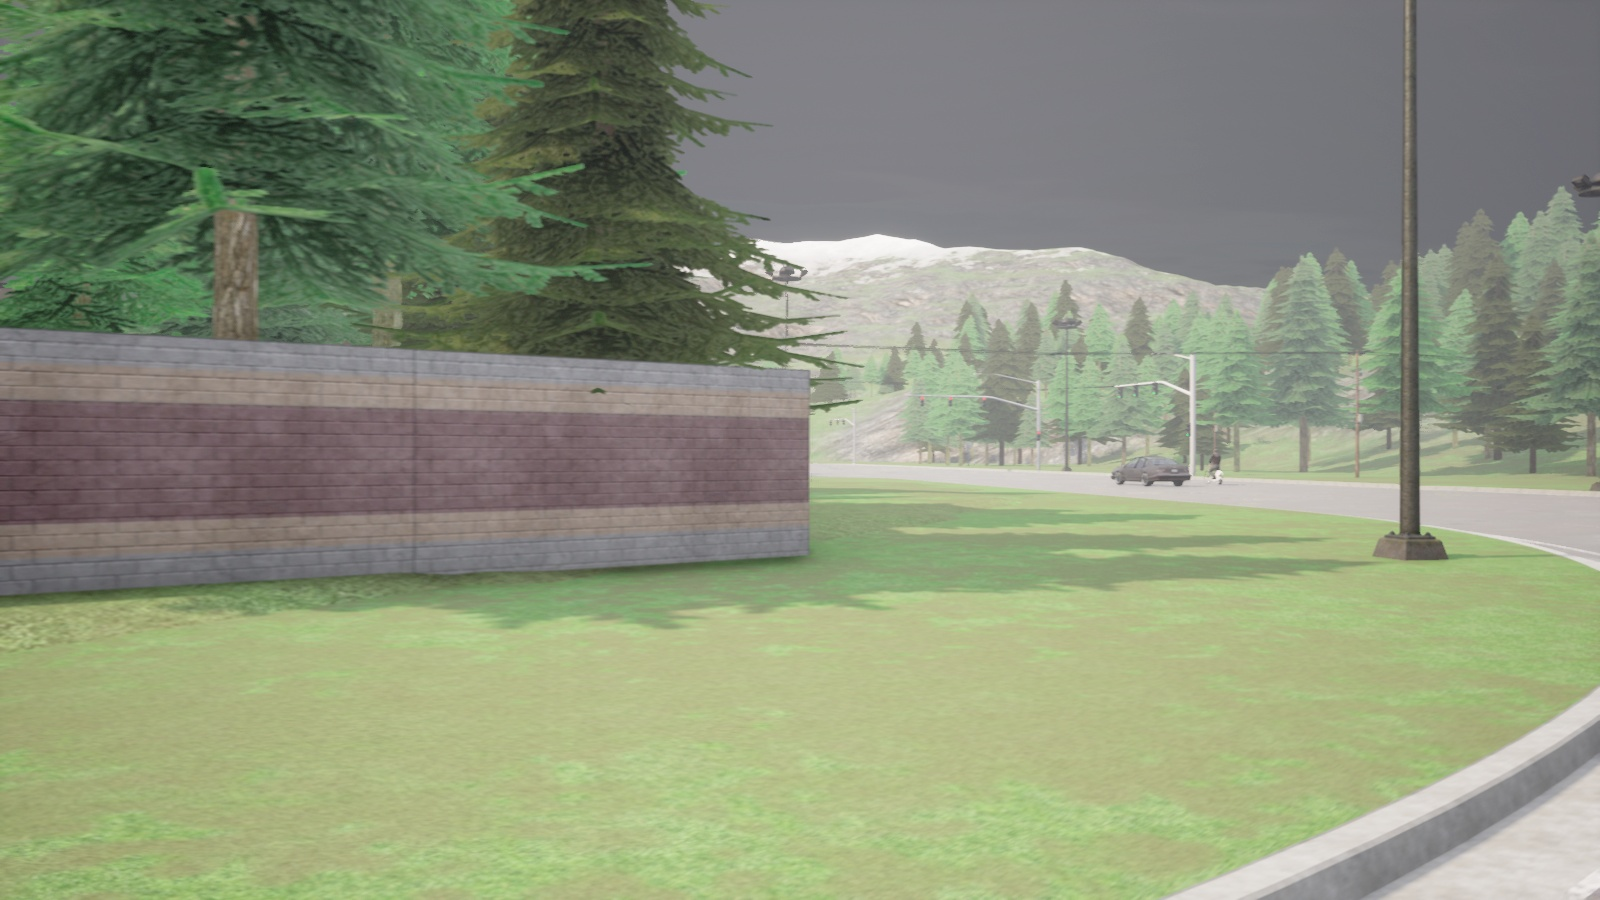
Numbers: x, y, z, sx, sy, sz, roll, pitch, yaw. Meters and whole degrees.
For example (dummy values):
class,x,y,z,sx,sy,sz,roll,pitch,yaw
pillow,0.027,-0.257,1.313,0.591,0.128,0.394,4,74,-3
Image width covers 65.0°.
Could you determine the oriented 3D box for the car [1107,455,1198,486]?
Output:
class,x,y,z,sx,sy,sz,roll,pitch,yaw
car,16.718,0.935,59.887,2.033,1.411,5.357,0,0,-10
